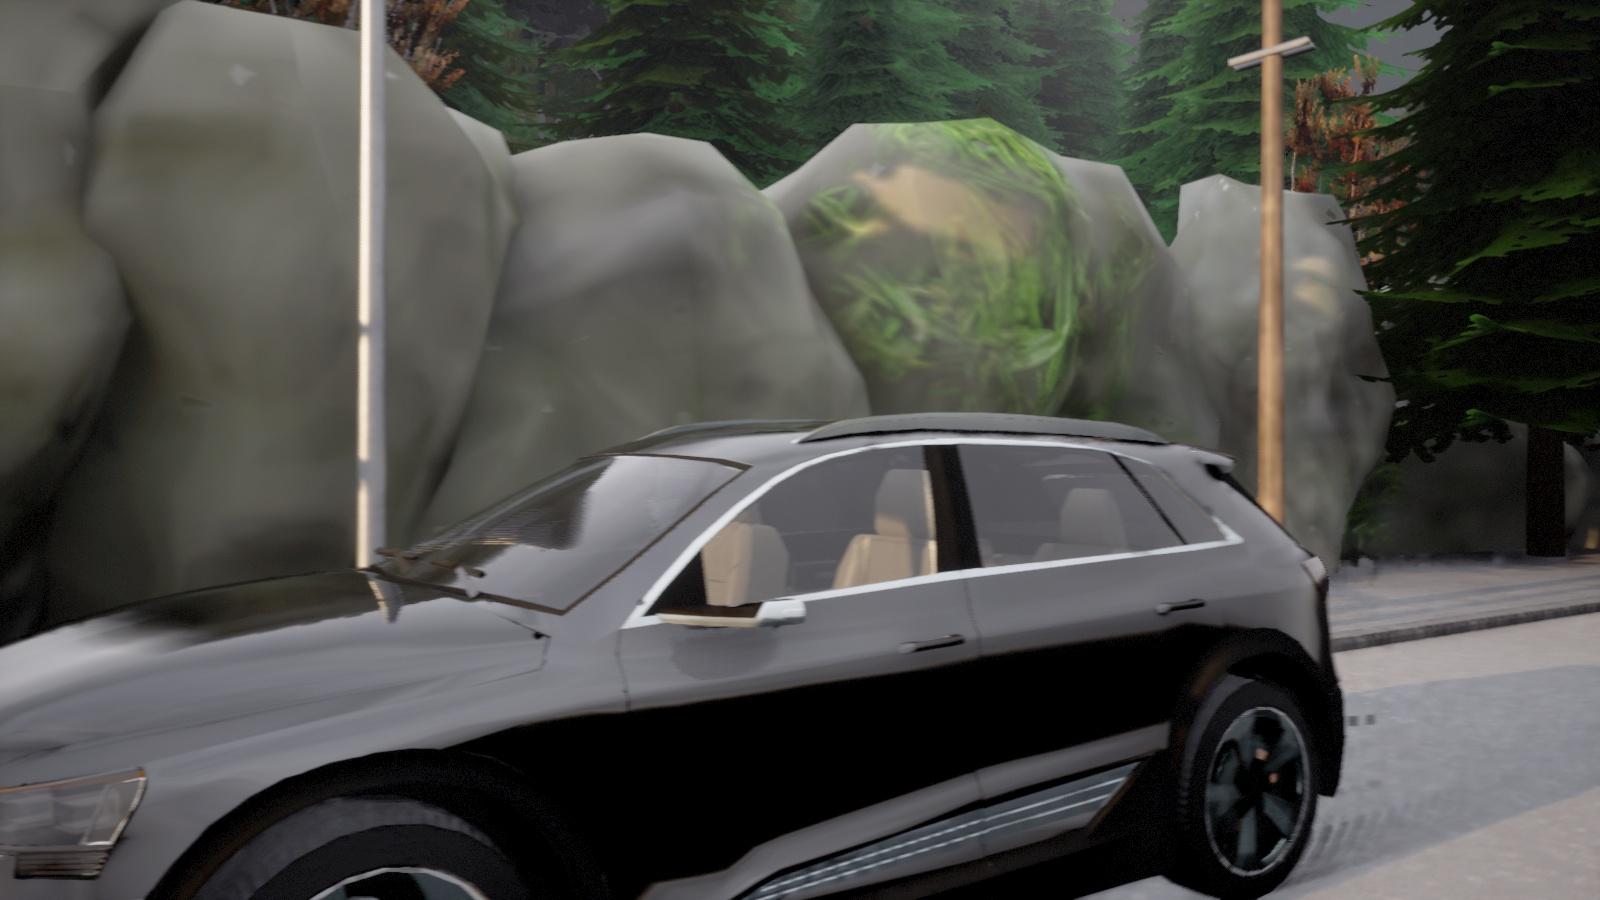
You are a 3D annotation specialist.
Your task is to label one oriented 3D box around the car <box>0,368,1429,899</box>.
[{"bbox_3d":[-0.250,0.685,4.094,4.856,1.649,2.033,0,0,-35],"label":"car"}]
